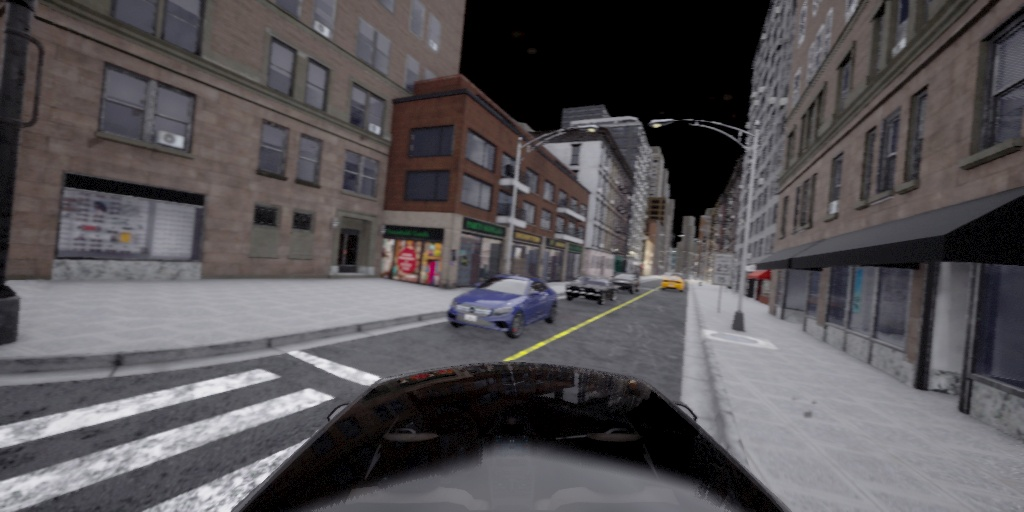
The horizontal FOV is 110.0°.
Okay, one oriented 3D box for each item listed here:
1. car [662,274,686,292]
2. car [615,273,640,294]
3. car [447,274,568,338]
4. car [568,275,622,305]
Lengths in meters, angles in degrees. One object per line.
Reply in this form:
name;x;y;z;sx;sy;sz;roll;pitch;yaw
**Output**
car;16.872;2.846;37.550;1.882;1.535;5.008;5;0;27
car;9.050;2.096;28.790;1.882;1.535;5.008;5;0;26
car;0.000;1.275;10.484;1.812;1.442;4.674;5;0;24
car;4.389;1.772;19.397;1.895;1.301;4.718;5;0;26
